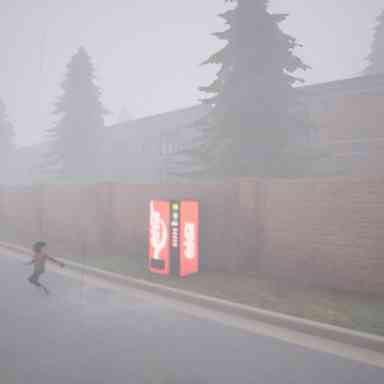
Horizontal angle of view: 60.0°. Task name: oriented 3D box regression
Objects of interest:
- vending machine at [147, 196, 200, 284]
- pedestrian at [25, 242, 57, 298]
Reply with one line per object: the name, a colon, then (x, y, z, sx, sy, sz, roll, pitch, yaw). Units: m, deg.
vending machine: (-0.482, 1.179, 8.792, 0.880, 2.100, 1.100, 0, 0, 39)
pedestrian: (-3.122, 1.274, 6.861, 0.375, 1.860, 0.375, 0, 0, 40)
